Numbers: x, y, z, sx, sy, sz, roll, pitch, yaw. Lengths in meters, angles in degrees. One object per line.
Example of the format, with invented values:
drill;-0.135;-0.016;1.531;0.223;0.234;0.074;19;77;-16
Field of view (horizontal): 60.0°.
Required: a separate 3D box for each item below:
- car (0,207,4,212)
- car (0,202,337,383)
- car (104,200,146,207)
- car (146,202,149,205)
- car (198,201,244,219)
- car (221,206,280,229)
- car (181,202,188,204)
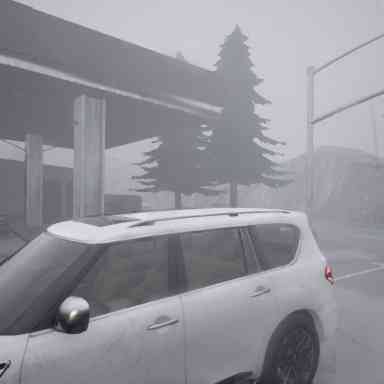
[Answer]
car;-11.583;1.521;18.528;2.242;1.667;4.611;1;0;-36
car;-0.746;1.256;3.520;5.566;2.045;2.150;-1;0;-36
car;-4.453;1.446;18.318;1.905;1.878;3.866;1;0;-36
car;-6.511;1.652;40.240;1.812;1.442;4.674;1;0;-35
car;2.801;1.745;33.418;1.837;1.490;4.892;1;0;-35
car;4.267;1.816;24.911;1.994;1.385;4.181;1;0;-35
car;-0.648;1.720;31.911;1.812;1.442;4.674;1;0;-35
